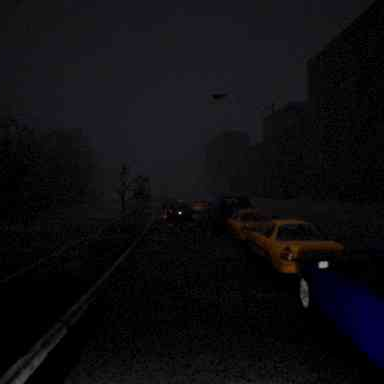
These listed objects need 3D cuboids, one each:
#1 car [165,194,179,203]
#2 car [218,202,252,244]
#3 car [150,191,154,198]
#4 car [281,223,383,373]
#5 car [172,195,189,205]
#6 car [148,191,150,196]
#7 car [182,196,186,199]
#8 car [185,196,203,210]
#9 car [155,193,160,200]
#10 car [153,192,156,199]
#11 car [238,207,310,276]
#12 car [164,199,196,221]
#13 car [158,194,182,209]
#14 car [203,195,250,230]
[{"bbox_3d":[-3.971,1.273,65.397,2.097,1.535,5.008,0,0,-12],"label":"car"},{"bbox_3d":[2.695,1.476,15.964,1.946,1.575,5.366,0,0,-2],"label":"car"},{"bbox_3d":[-8.918,1.144,86.956,2.163,1.488,4.792,0,0,-13],"label":"car"},{"bbox_3d":[3.036,1.484,4.651,2.097,1.535,5.008,0,0,0],"label":"car"},{"bbox_3d":[-2.008,1.357,56.001,2.163,1.488,4.792,0,0,-10],"label":"car"},{"bbox_3d":[-10.150,1.108,92.333,2.002,1.452,4.674,0,0,-13],"label":"car"},{"bbox_3d":[-0.795,1.358,49.065,1.946,1.575,5.366,0,0,-9],"label":"car"},{"bbox_3d":[0.782,1.407,38.160,1.946,1.575,5.366,0,0,-7],"label":"car"},{"bbox_3d":[-6.428,1.200,76.111,2.231,1.521,4.892,0,0,-13],"label":"car"},{"bbox_3d":[-7.670,1.198,81.521,2.002,1.452,4.674,0,0,-13],"label":"car"},{"bbox_3d":[2.914,1.481,10.403,1.946,1.575,5.366,0,0,-1],"label":"car"},{"bbox_3d":[-1.062,1.533,26.737,1.994,1.385,4.181,0,0,-5],"label":"car"},{"bbox_3d":[-2.901,1.390,42.783,2.128,1.511,4.902,0,0,-8],"label":"car"},{"bbox_3d":[2.378,1.219,21.364,2.435,2.045,5.566,0,0,-4],"label":"car"}]
